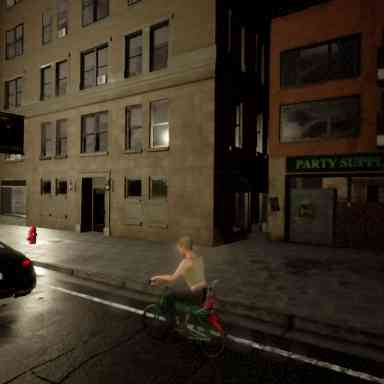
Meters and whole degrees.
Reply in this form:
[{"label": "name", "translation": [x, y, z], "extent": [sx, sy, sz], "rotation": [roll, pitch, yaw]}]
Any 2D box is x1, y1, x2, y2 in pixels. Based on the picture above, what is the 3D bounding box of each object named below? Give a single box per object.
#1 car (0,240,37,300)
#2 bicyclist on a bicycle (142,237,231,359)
[{"label": "car", "translation": [-5.310, 1.567, 7.372], "extent": [4.181, 1.385, 1.994], "rotation": [0, 0, 36]}, {"label": "bicyclist on a bicycle", "translation": [-0.161, 1.437, 4.768], "extent": [1.509, 1.612, 0.866], "rotation": [0, 0, 35]}]
